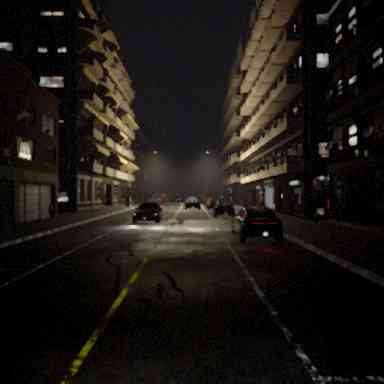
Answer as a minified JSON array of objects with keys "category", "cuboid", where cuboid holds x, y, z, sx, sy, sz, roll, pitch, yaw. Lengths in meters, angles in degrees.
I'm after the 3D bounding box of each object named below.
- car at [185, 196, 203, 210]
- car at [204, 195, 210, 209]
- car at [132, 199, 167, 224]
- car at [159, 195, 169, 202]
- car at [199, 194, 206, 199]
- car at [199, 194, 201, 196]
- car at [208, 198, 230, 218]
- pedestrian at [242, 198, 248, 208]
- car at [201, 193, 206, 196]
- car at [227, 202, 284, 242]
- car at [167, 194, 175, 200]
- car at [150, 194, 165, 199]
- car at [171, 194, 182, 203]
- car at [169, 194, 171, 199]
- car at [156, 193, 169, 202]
[{"category":"car","cuboid":[0.090,1.475,41.070,1.895,1.301,4.718,0,0,0]},{"category":"car","cuboid":[2.709,1.402,40.263,1.752,1.417,4.829,1,0,0]},{"category":"car","cuboid":[-3.105,1.451,24.114,1.812,1.442,4.674,0,0,0]},{"category":"car","cuboid":[-5.666,1.375,67.991,1.802,1.307,4.206,1,0,0]},{"category":"car","cuboid":[2.727,1.251,90.404,1.752,1.417,4.829,1,0,0]},{"category":"car","cuboid":[0.010,1.387,52.416,2.033,1.411,5.357,0,0,0]},{"category":"car","cuboid":[2.707,1.462,28.951,2.008,1.369,4.403,1,0,0]},{"category":"pedestrian","cuboid":[3.004,1.235,18.961,0.375,1.860,0.375,1,-1,-5]},{"category":"car","cuboid":[2.713,1.392,62.378,1.802,1.307,4.206,1,0,0]},{"category":"car","cuboid":[3.003,1.456,16.003,1.837,1.490,4.892,0,0,0]},{"category":"car","cuboid":[-5.661,1.252,90.105,1.752,1.417,4.829,1,0,0]},{"category":"car","cuboid":[-5.669,1.409,51.277,1.947,1.339,4.313,1,0,0]},{"category":"car","cuboid":[-3.008,1.327,64.347,1.837,1.490,4.892,0,0,1]},{"category":"car","cuboid":[-5.663,1.125,62.419,2.192,1.841,5.009,1,0,0]},{"category":"car","cuboid":[-5.664,1.142,56.847,2.192,1.841,5.009,1,0,0]}]
